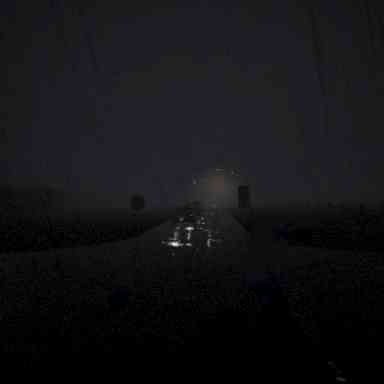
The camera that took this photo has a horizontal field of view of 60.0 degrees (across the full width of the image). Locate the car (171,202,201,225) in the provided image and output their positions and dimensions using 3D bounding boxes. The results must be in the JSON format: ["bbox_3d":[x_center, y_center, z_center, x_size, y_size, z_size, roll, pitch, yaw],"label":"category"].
[{"bbox_3d":[-0.647,1.903,28.330,2.128,1.511,4.902,-1,-1,4],"label":"car"}]

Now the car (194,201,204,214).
[{"bbox_3d":[0.142,2.078,39.666,1.812,1.442,4.674,-1,-1,4],"label":"car"}]
